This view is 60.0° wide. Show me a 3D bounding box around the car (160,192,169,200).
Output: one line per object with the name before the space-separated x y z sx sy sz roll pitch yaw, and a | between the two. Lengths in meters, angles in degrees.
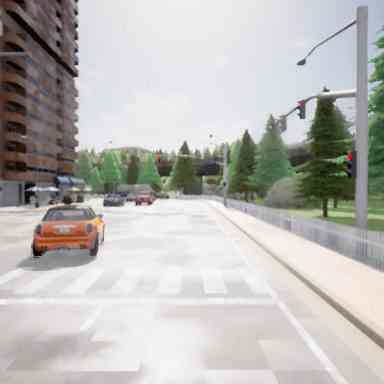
car | -7.413 0.876 78.813 2.097 1.767 4.553 0 0 -39

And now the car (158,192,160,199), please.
car | -10.285 0.758 76.815 2.150 2.045 5.566 0 0 -39

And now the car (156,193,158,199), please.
car | -8.451 1.199 66.069 1.895 1.301 4.718 0 0 -14

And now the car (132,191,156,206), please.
car | -7.106 0.920 49.695 2.150 2.045 5.566 0 0 0

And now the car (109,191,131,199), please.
car | -18.129 0.709 83.895 5.566 2.045 2.150 0 0 32

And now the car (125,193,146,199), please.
car | -14.696 0.931 85.794 5.357 1.411 2.033 0 0 32

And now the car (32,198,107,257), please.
car | -4.603 1.281 12.947 2.097 1.767 4.553 0 0 -12

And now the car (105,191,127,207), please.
car | -10.607 1.079 45.094 2.097 1.767 4.553 0 0 0

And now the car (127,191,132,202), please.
car | -11.090 1.133 61.111 1.837 1.490 4.892 0 0 -7
